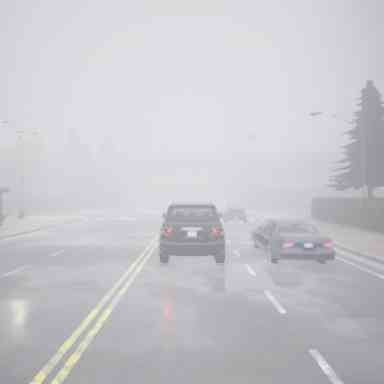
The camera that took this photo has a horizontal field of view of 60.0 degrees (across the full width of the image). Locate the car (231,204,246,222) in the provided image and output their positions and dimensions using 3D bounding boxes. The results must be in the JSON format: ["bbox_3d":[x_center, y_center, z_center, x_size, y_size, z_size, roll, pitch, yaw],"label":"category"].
[{"bbox_3d":[3.571,1.803,28.499,1.837,1.490,4.892,0,0,2],"label":"car"}]

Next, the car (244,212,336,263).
[{"bbox_3d":[3.510,1.678,12.511,2.033,1.411,5.357,0,-1,0],"label":"car"}]

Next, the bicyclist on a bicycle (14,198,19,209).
[{"bbox_3d":[-27.262,1.779,51.624,0.582,1.620,1.656,0,0,0],"label":"bicyclist on a bicycle"}]

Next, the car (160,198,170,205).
[{"bbox_3d":[-6.987,2.410,85.657,2.128,1.511,4.902,0,-1,0],"label":"car"}]

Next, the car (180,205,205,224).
[{"bbox_3d":[0.024,1.860,28.513,1.994,1.385,4.181,0,-1,0],"label":"car"}]

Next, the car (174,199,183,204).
[{"bbox_3d":[-3.487,2.434,85.357,1.994,1.385,4.181,0,-1,0],"label":"car"}]

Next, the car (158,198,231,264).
[{"bbox_3d":[0.011,1.356,12.554,2.150,2.045,5.566,0,0,0],"label":"car"}]
